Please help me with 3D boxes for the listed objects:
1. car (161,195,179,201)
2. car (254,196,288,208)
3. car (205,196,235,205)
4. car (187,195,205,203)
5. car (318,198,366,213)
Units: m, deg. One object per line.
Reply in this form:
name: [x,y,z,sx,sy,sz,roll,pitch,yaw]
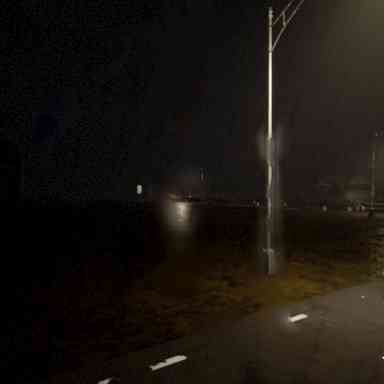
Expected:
car: [-4.873,1.268,71.989,1.895,1.301,4.718,2,-1,-35]
car: [10.416,1.309,44.166,1.837,1.490,4.892,2,-1,-35]
car: [4.641,1.306,52.306,1.895,1.301,4.718,2,-1,-35]
car: [1.126,1.283,63.620,2.033,1.411,5.357,2,-1,-35]
car: [16.176,1.425,36.055,1.837,1.490,4.892,2,-1,-35]
